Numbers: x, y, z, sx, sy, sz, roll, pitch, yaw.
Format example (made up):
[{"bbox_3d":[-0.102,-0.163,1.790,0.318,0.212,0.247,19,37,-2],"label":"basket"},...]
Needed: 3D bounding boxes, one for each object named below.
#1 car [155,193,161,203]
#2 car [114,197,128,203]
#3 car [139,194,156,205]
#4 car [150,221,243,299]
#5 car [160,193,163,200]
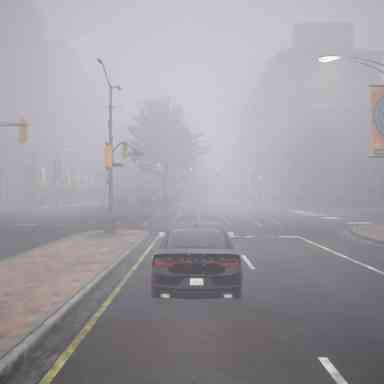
[{"bbox_3d":[-7.756,1.526,65.782,1.812,1.442,4.674,0,0,1],"label":"car"},{"bbox_3d":[-14.463,1.595,67.895,1.895,1.301,4.718,0,0,0],"label":"car"},{"bbox_3d":[-7.843,1.505,56.523,1.837,1.490,4.892,0,0,1],"label":"car"},{"bbox_3d":[0.114,1.478,8.512,1.882,1.535,5.008,0,0,1],"label":"car"},{"bbox_3d":[-7.676,1.225,76.533,2.150,2.045,5.566,0,0,0],"label":"car"}]
